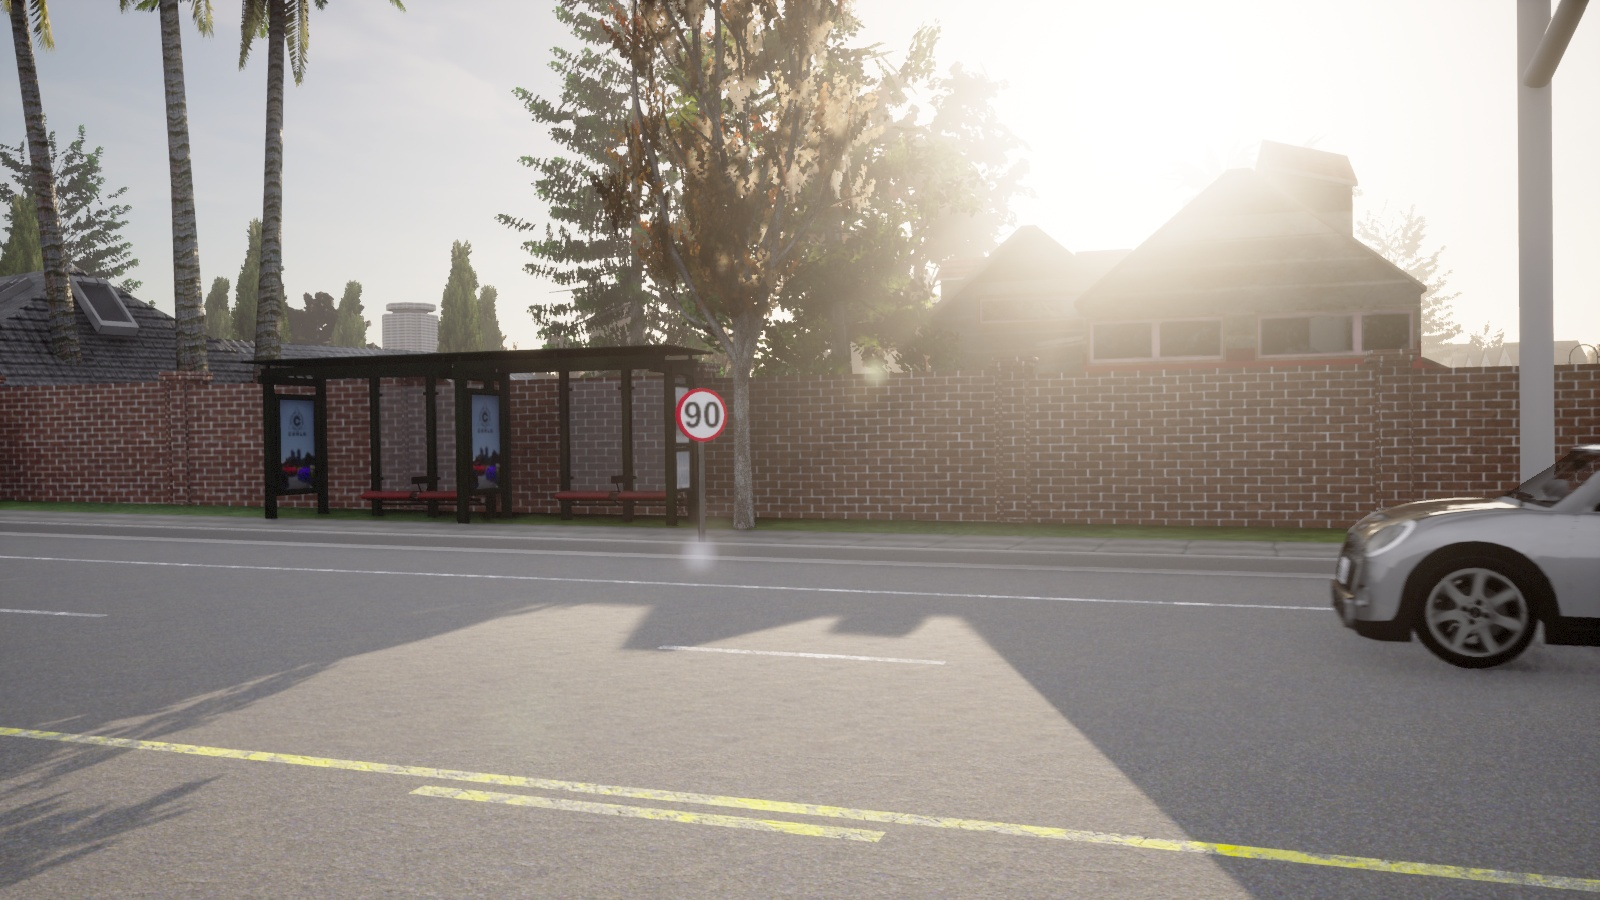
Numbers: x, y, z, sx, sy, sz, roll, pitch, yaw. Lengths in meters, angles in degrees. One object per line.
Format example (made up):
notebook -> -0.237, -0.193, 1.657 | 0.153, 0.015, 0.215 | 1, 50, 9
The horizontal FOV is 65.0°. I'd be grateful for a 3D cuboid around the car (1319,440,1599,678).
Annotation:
car -> 5.711, 0.678, 8.657 | 3.806, 1.475, 1.970 | 0, 1, 19
